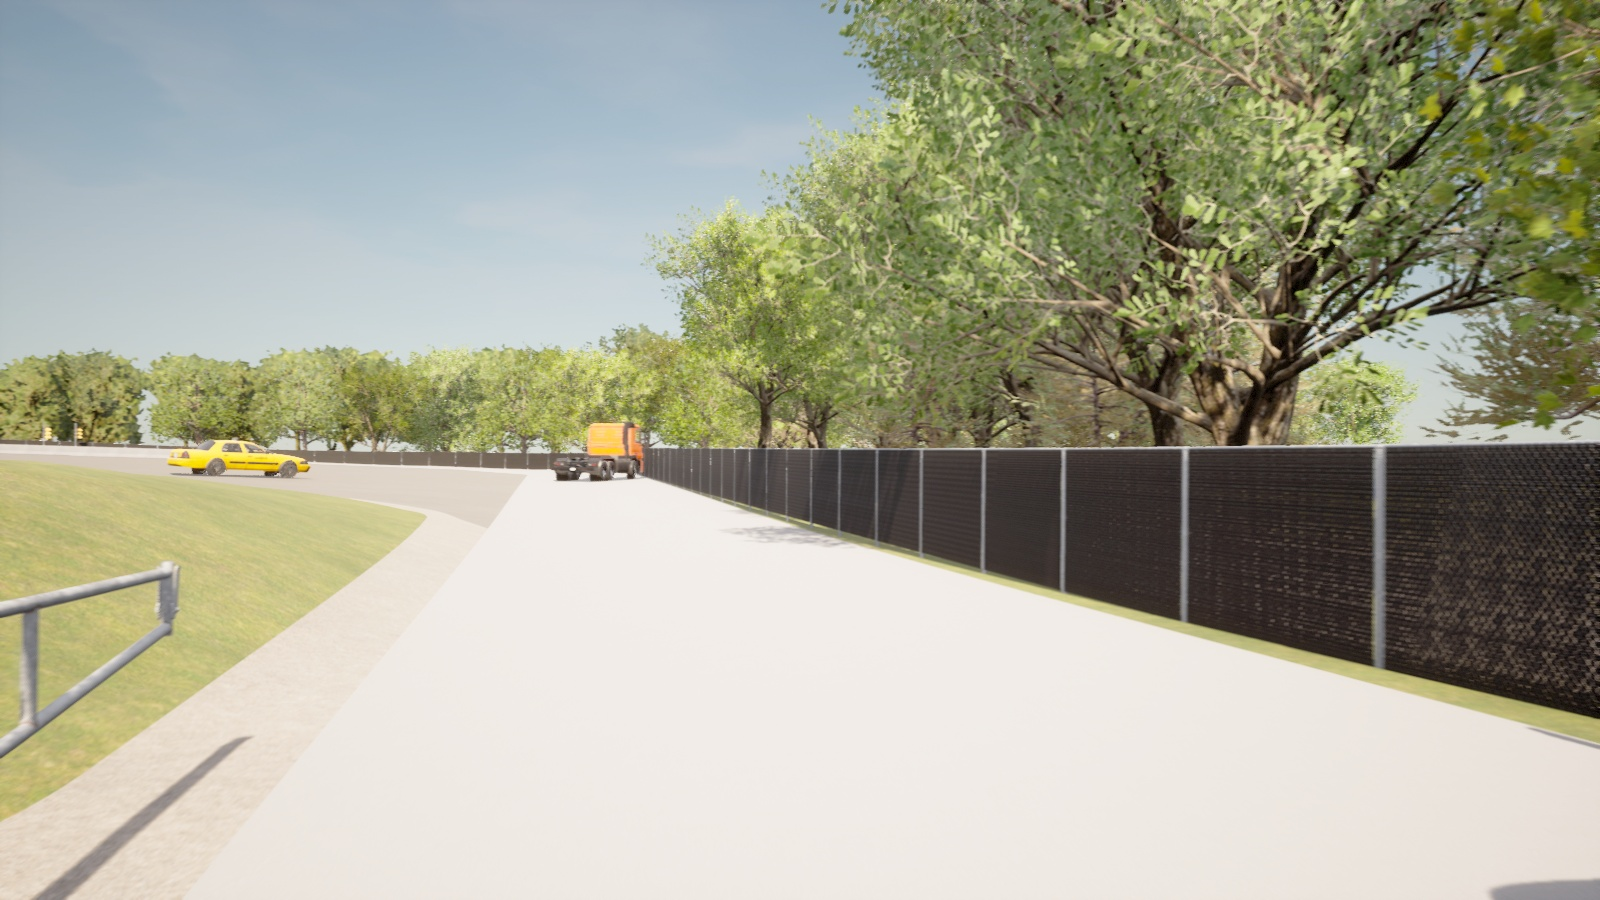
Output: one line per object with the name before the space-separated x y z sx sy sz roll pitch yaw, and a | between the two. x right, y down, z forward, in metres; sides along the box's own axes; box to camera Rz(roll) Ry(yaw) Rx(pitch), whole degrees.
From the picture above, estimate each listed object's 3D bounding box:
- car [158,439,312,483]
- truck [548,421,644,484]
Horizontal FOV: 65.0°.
car | -22.897 0.457 51.037 1.801 1.575 5.366 2 -1 44
truck | -11.878 0.133 73.930 2.891 3.462 7.936 0 0 12
